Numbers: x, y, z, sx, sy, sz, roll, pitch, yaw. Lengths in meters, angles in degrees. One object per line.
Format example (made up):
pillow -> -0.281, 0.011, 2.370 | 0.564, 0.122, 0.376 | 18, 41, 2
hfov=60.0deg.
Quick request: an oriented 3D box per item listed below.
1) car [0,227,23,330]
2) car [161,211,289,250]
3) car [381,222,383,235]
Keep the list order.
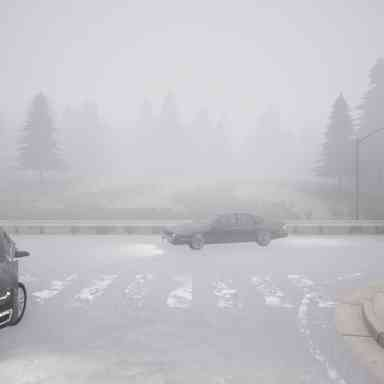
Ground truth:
car -> -4.457, 1.505, 6.560 | 1.837, 1.490, 4.892 | 0, 0, -28
car -> 1.459, 1.547, 14.201 | 5.357, 1.411, 2.033 | 0, 0, -20
car -> 11.238, 1.492, 15.079 | 4.902, 1.511, 2.128 | 0, 0, 0
